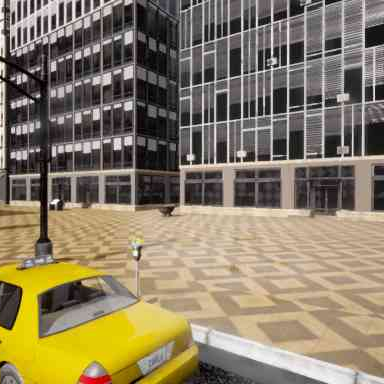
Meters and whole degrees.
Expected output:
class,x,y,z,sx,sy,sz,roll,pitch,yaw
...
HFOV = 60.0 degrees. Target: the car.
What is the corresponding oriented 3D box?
class,x,y,z,sx,sy,sz,roll,pitch,yaw
car,-2.207,1.525,4.466,4.829,1.417,1.752,0,0,36
